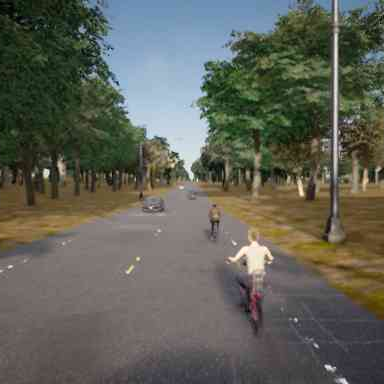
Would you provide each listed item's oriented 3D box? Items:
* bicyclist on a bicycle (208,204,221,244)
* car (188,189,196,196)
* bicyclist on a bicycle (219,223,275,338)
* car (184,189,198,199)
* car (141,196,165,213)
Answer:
[{"bbox_3d":[0.963,1.320,13.908,0.582,1.620,1.656,0,0,0],"label":"bicyclist on a bicycle"},{"bbox_3d":[-0.013,0.080,73.959,1.837,1.490,4.892,0,2,0],"label":"car"},{"bbox_3d":[1.002,1.396,5.540,0.866,1.612,1.509,0,1,-1],"label":"bicyclist on a bicycle"},{"bbox_3d":[0.090,0.487,60.067,2.128,1.511,4.902,0,2,0],"label":"car"},{"bbox_3d":[-3.604,1.139,31.666,1.837,1.490,4.892,0,1,0],"label":"car"}]
